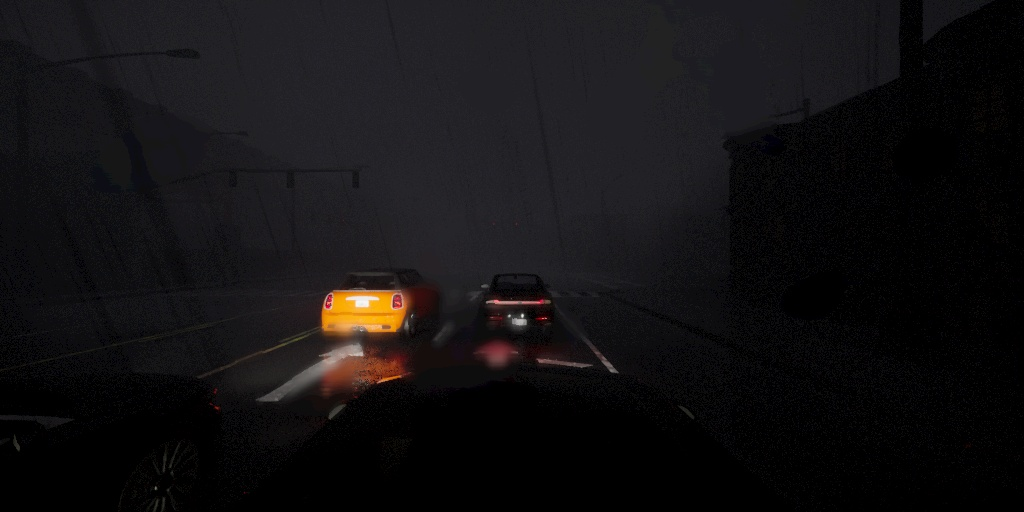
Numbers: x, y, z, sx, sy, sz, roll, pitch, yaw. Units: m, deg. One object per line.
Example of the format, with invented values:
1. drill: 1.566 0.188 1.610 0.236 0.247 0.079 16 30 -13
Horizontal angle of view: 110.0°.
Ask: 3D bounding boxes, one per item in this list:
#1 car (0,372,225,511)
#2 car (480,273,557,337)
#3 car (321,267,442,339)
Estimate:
1. car: -3.400 1.242 1.101 2.128 1.511 4.902 0 0 0
2. car: 0.115 1.242 10.292 2.128 1.511 4.902 0 0 -1
3. car: -3.394 1.102 10.250 2.097 1.767 4.553 0 0 0
